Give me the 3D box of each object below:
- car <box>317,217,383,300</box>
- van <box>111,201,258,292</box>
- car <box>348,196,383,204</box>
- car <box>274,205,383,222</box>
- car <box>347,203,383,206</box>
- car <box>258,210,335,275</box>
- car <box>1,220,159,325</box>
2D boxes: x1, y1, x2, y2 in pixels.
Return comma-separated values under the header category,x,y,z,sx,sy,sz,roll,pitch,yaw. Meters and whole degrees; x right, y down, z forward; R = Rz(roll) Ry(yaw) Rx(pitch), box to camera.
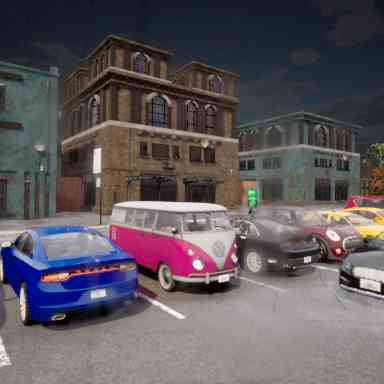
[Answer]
category,x,y,z,sx,sy,sz,roll,pitch,yaw
car,5.360,1.493,7.713,4.902,1.511,2.128,0,0,-36
van,-0.612,1.256,8.874,1.878,1.987,4.442,0,0,-36
car,10.653,1.230,17.046,2.435,2.045,5.566,0,0,-36
car,6.218,1.478,13.678,1.946,1.575,5.366,0,0,-36
car,8.370,1.481,15.453,2.097,1.535,5.008,0,0,-36
car,1.587,1.483,10.584,2.231,1.521,4.892,0,0,-36
car,-2.940,1.480,7.345,2.097,1.535,5.008,0,0,-36
